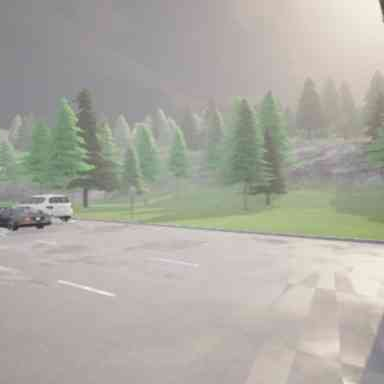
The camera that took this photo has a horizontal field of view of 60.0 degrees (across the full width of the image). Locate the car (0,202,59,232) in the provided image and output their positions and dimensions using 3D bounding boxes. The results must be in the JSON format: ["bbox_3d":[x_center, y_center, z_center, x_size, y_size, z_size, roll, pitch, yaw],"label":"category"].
[{"bbox_3d":[-10.759,1.561,20.280,5.357,1.411,2.033,0,0,36],"label":"car"}]

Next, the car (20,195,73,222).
[{"bbox_3d":[-11.283,1.235,24.955,5.566,2.045,2.150,0,0,36],"label":"car"}]
